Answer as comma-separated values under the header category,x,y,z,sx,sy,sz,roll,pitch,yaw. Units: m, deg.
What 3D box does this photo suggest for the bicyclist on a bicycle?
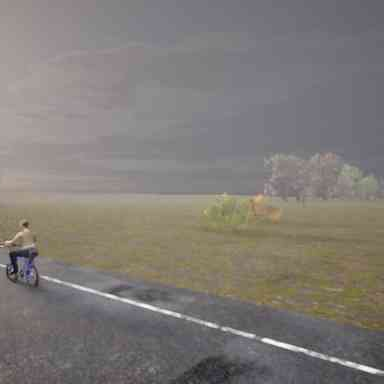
category,x,y,z,sx,sy,sz,roll,pitch,yaw
bicyclist on a bicycle,-4.180,1.491,8.204,1.509,1.612,0.866,0,-1,36
